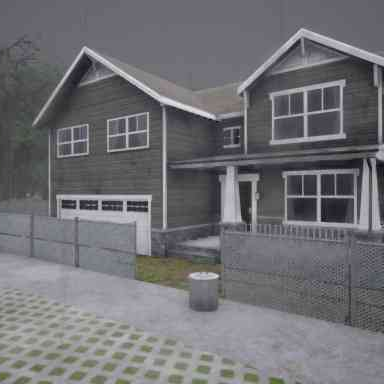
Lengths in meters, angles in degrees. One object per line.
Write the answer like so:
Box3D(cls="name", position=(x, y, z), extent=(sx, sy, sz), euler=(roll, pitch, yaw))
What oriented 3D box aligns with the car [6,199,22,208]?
Box3D(cls="car", position=(-17.242, 1.465, 31.796), extent=(4.902, 1.511, 2.128), euler=(0, 0, -32))
